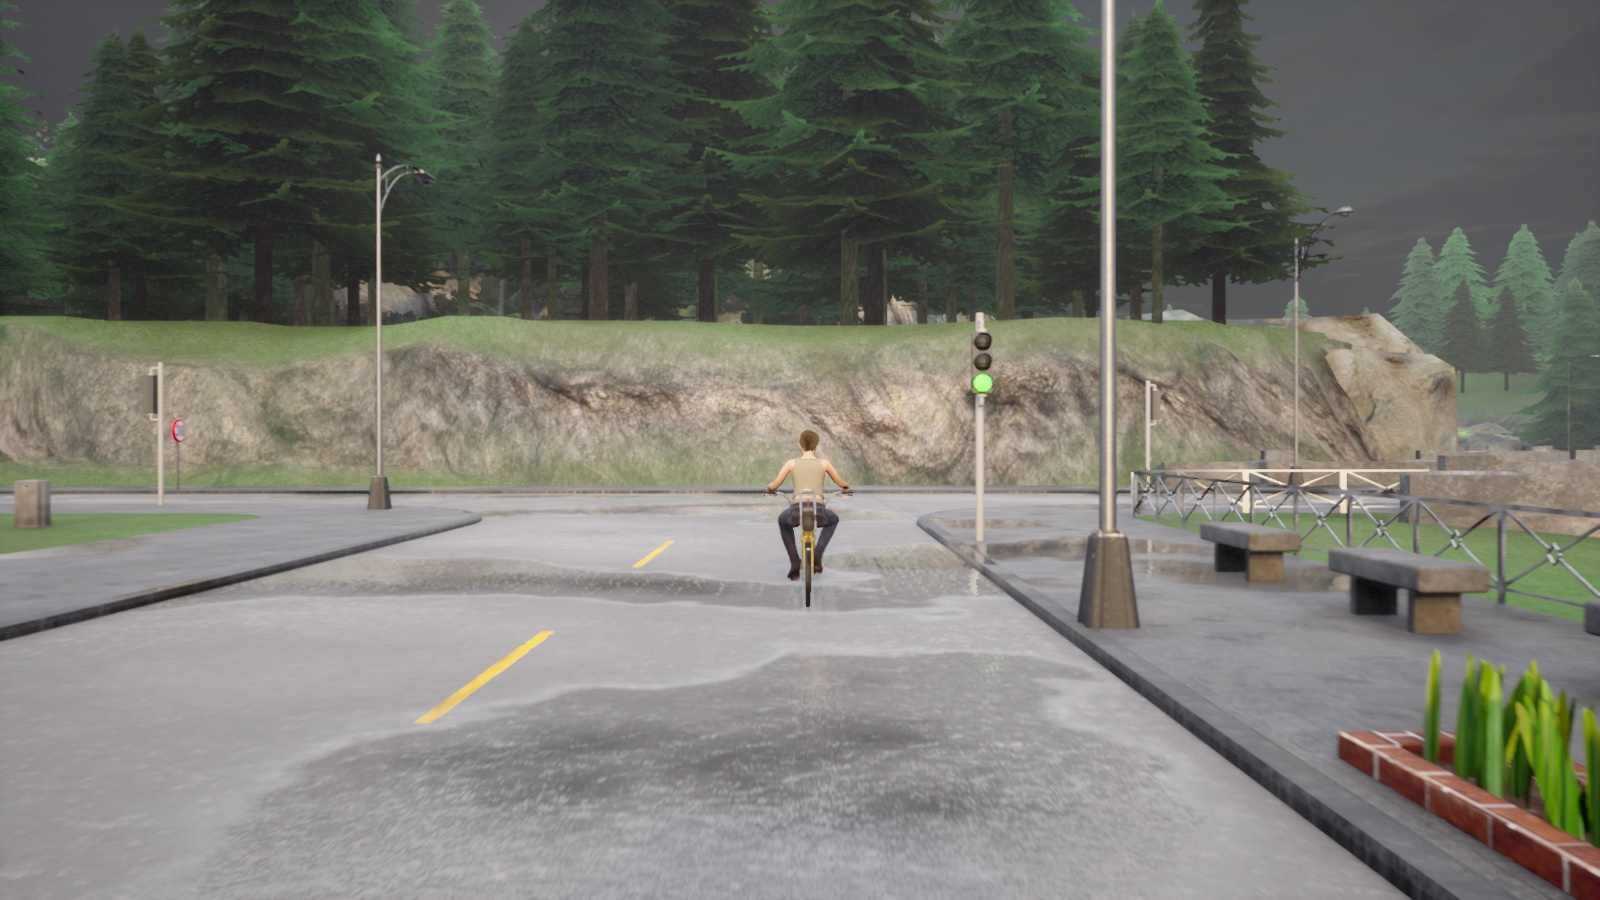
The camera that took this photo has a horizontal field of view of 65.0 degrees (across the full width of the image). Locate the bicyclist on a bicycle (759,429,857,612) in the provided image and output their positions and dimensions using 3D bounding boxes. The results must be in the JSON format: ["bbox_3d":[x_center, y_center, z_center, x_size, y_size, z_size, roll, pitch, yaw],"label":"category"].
[{"bbox_3d":[0.078,0.617,11.793,0.866,1.612,1.509,0,0,1],"label":"bicyclist on a bicycle"}]
